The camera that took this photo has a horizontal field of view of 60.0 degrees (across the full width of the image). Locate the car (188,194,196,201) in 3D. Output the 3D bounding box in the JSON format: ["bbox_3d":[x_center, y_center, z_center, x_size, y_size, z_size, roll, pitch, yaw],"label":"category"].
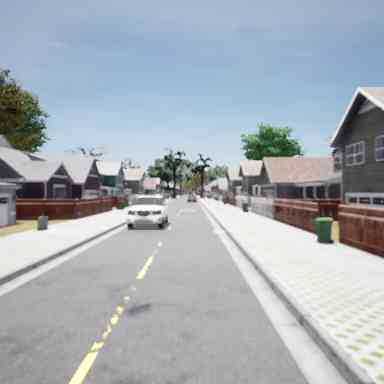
[{"bbox_3d":[0.012,1.303,80.159,1.837,1.490,4.892,0,0,0],"label":"car"}]

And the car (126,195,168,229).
[{"bbox_3d":[-2.764,1.211,21.767,2.150,2.045,5.566,0,0,0],"label":"car"}]

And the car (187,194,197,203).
[{"bbox_3d":[0.010,1.504,70.154,1.994,1.385,4.181,0,0,0],"label":"car"}]
